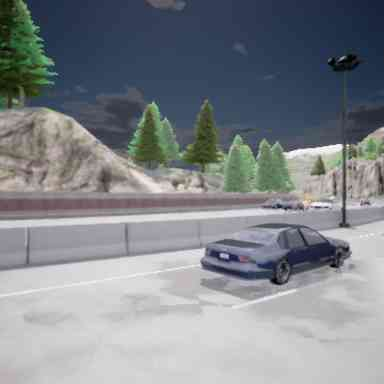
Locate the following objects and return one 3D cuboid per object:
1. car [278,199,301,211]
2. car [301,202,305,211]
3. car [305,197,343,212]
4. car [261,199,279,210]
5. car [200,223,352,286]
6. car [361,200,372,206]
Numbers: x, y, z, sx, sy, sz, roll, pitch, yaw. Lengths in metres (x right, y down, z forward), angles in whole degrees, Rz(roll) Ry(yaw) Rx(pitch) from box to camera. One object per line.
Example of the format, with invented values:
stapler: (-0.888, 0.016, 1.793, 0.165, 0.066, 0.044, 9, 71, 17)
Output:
car: (14.684, 1.983, 47.337, 2.033, 1.411, 5.357, 0, -1, 38)
car: (16.655, 1.778, 44.247, 2.097, 1.767, 4.553, 0, -1, 38)
car: (14.857, 1.582, 36.599, 2.150, 2.045, 5.566, 0, -1, 41)
car: (12.186, 1.790, 49.894, 2.097, 1.767, 4.553, 0, -1, 38)
car: (2.684, 1.635, 9.771, 5.357, 1.411, 2.033, 1, 0, -41)
car: (36.684, 2.331, 69.945, 1.895, 1.301, 4.718, 0, 0, 26)
